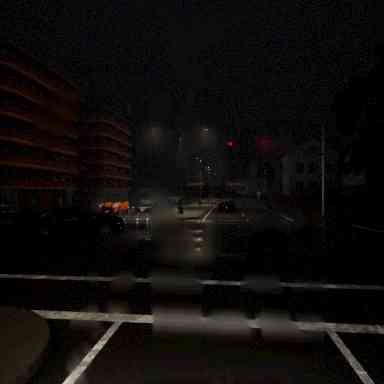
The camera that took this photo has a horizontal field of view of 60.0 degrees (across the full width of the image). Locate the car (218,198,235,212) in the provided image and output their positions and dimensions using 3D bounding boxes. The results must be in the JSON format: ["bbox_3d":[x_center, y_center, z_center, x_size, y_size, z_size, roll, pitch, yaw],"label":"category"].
[{"bbox_3d":[4.067,1.491,39.088,2.128,1.511,4.902,0,0,6],"label":"car"}]

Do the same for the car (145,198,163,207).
[{"bbox_3d":[-6.146,1.601,53.890,1.895,1.301,4.718,0,0,6],"label":"car"}]

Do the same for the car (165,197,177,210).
[{"bbox_3d":[-3.653,1.601,44.081,1.895,1.301,4.718,0,0,6],"label":"car"}]

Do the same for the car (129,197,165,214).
[{"bbox_3d":[-4.605,1.491,34.871,2.128,1.511,4.902,0,0,6],"label":"car"}]

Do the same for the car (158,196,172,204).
[{"bbox_3d":[-5.089,1.564,63.865,1.994,1.385,4.181,0,0,6],"label":"car"}]

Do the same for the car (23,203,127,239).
[{"bbox_3d":[-5.957,1.505,17.107,4.892,1.490,1.837,0,1,-11],"label":"car"}]

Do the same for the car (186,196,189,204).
[{"bbox_3d":[-1.657,1.505,63.030,1.837,1.490,4.892,0,0,7],"label":"car"}]

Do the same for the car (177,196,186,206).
[{"bbox_3d":[-2.706,1.491,53.127,2.128,1.511,4.902,0,0,6],"label":"car"}]

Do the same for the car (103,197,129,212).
[{"bbox_3d":[-8.120,1.352,34.941,2.097,1.767,4.553,0,0,6],"label":"car"}]

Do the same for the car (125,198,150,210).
[{"bbox_3d":[-7.139,1.545,44.359,2.033,1.411,5.357,0,0,6],"label":"car"}]
